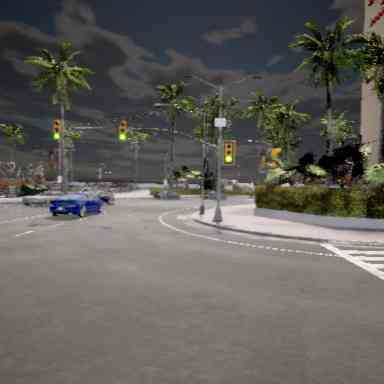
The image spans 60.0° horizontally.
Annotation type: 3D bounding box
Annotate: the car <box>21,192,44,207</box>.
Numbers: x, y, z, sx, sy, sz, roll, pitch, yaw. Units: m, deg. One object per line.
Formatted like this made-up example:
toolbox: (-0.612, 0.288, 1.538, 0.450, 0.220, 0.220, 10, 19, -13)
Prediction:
car: (-13.115, 0.610, 30.400, 1.895, 1.301, 4.718, 2, 1, 19)

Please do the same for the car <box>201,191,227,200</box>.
car: (3.300, 0.513, 49.983, 4.181, 1.385, 1.994, 0, 2, -40)

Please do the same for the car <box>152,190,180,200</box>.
car: (-3.677, 0.400, 47.852, 1.994, 1.385, 4.181, 2, 2, 41)

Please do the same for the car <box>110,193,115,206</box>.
car: (-9.154, 0.573, 31.220, 2.128, 1.511, 4.902, 2, 1, 20)

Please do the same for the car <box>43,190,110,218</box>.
car: (-7.514, 0.796, 22.272, 1.882, 1.535, 5.008, 1, 1, 8)
